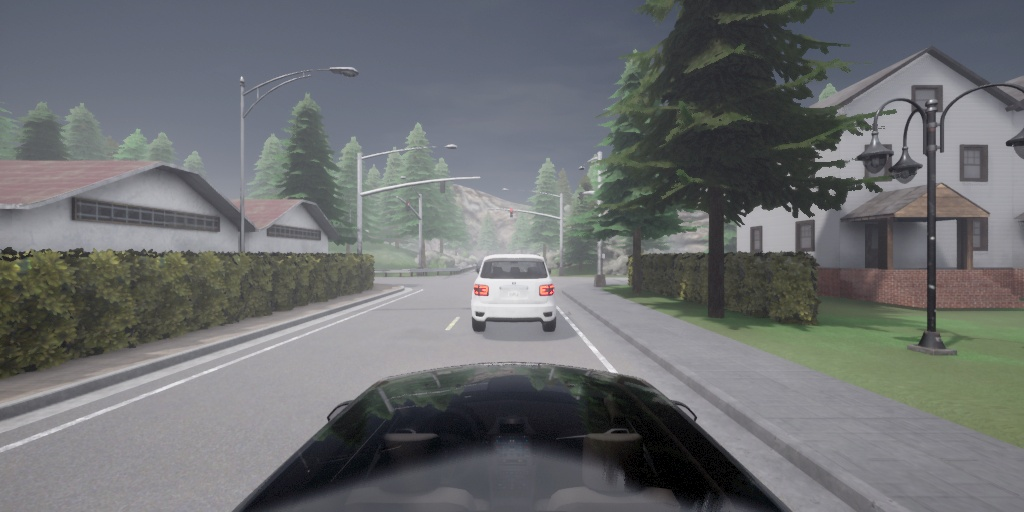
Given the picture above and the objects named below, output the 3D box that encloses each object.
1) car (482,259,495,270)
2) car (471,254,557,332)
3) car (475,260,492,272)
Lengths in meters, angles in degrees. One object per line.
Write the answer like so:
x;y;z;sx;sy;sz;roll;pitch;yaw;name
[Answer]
-3.600;1.276;55.315;1.812;1.442;4.674;0;0;0;car
0.064;0.971;11.003;2.150;2.045;5.566;0;0;0;car
-3.601;1.255;46.078;1.837;1.490;4.892;0;0;0;car
